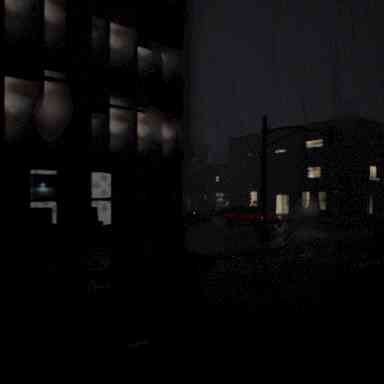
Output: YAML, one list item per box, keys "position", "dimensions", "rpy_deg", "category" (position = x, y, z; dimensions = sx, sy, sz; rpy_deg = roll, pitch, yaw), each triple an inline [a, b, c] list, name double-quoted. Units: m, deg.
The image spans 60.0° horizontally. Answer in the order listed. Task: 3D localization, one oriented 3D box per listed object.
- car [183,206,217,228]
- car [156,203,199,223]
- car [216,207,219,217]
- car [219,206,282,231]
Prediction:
- position: [-0.286, 2.139, 27.164]
  dimensions: [1.947, 1.339, 4.313]
  rpy_deg: [-1, 0, -37]
  category: "car"
- position: [-1.572, 2.023, 33.457]
  dimensions: [2.097, 1.767, 4.553]
  rpy_deg: [0, -1, -37]
  category: "car"
- position: [3.332, 2.237, 36.759]
  dimensions: [2.008, 1.369, 4.403]
  rpy_deg: [-1, 0, -37]
  category: "car"
- position: [4.579, 1.865, 25.232]
  dimensions: [2.097, 1.767, 4.553]
  rpy_deg: [0, -1, -37]
  category: "car"
